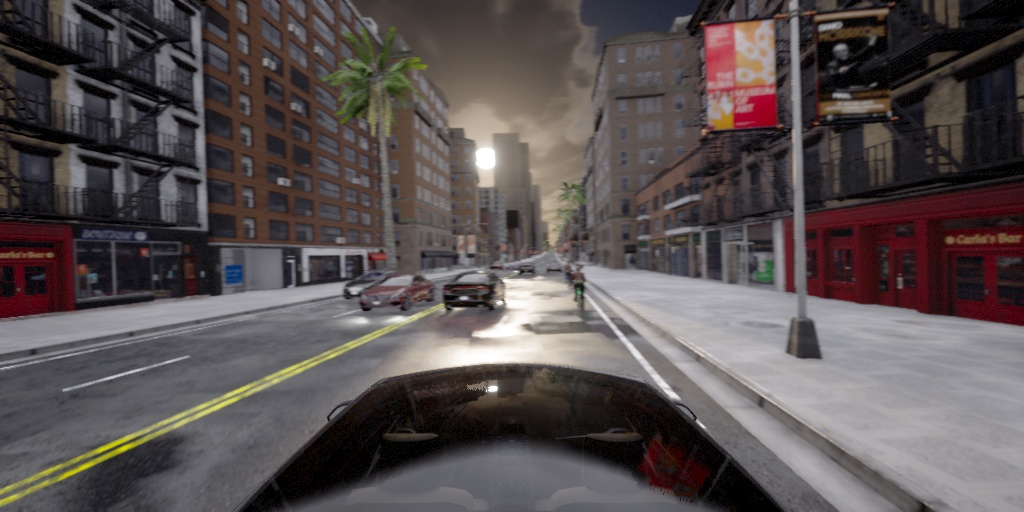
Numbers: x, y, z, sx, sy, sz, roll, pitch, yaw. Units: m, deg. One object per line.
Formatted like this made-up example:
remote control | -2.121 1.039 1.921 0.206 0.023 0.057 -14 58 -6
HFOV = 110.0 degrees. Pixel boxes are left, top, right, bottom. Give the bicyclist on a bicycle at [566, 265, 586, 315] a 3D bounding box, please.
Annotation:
bicyclist on a bicycle | 2.368 1.203 12.668 0.582 1.620 1.656 -2 -1 7

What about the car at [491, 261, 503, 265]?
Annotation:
car | -2.586 1.669 62.541 2.097 1.767 4.553 -2 -1 7

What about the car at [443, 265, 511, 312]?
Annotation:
car | -1.414 1.354 15.137 1.882 1.535 5.008 -2 0 7

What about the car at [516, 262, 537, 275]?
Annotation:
car | 1.912 1.516 43.803 1.837 1.490 4.892 -2 -1 7

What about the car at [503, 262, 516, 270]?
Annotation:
car | 0.165 1.720 58.175 1.812 1.442 4.674 -2 0 7

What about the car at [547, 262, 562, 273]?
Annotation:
car | 5.627 1.507 47.842 1.994 1.385 4.181 -2 0 7

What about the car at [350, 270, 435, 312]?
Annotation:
car | -4.822 1.505 15.759 1.812 1.442 4.674 -2 0 7

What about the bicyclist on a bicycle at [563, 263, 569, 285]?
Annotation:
bicyclist on a bicycle | 3.461 1.238 22.095 0.582 1.620 1.656 -2 -1 7

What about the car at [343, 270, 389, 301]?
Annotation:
car | -7.559 1.582 20.270 2.128 1.511 4.902 -2 0 7
